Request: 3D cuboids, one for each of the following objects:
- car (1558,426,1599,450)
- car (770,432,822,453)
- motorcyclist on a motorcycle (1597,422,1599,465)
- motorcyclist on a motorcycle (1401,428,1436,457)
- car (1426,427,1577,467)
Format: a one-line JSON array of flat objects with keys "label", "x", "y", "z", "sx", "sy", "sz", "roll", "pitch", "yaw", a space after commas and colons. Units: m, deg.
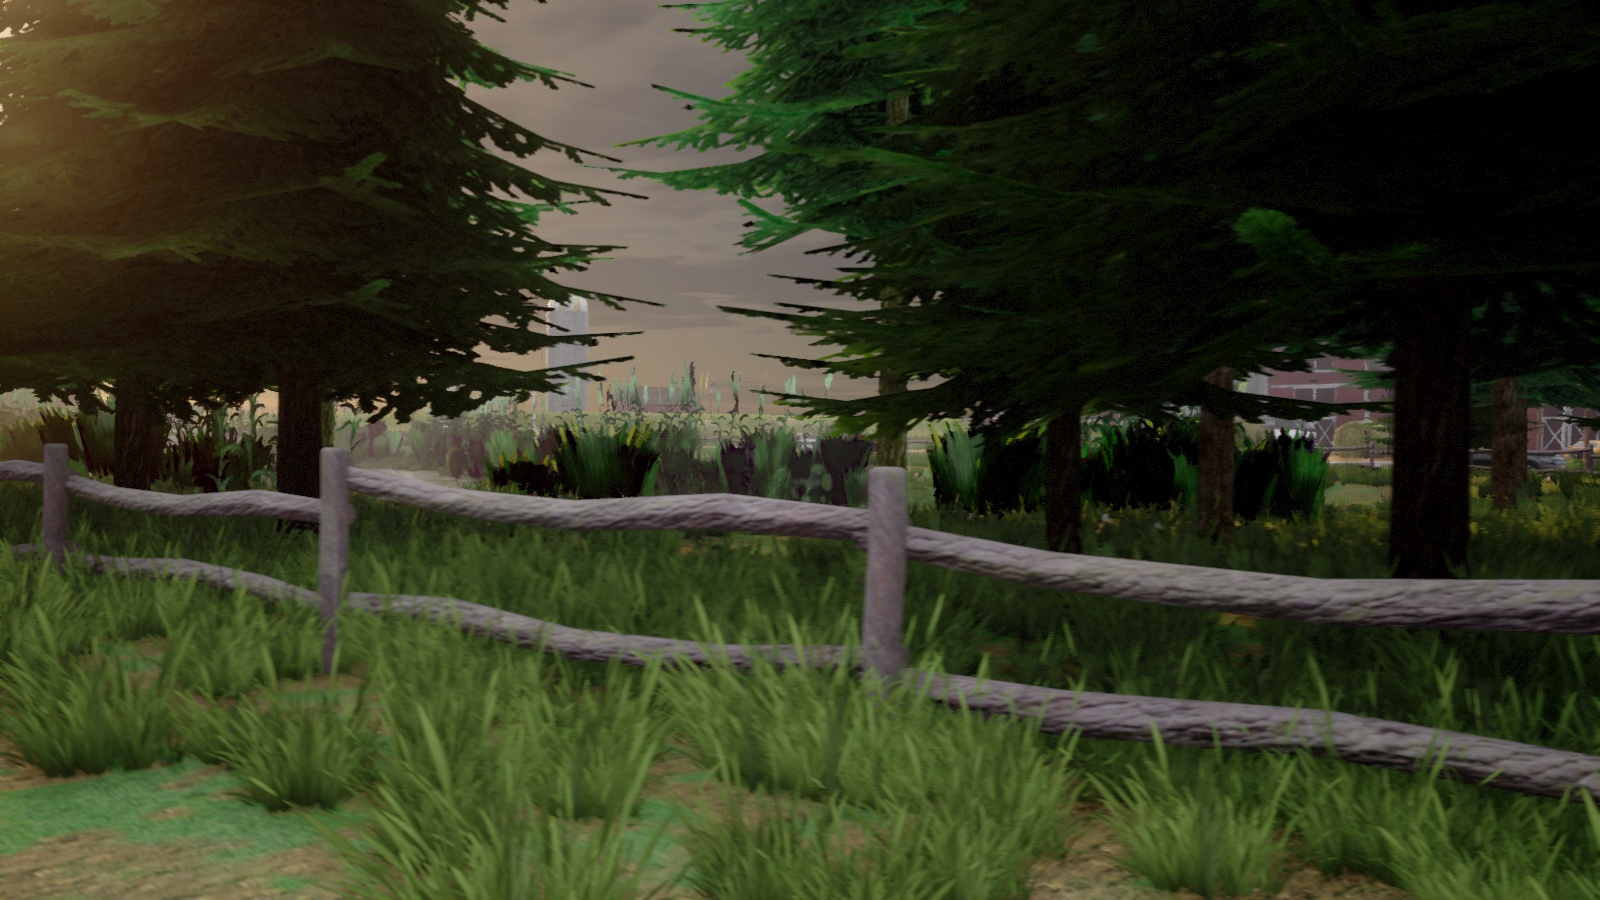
[{"label": "car", "x": 52.080, "y": -0.833, "z": 82.842, "sx": 5.008, "sy": 1.535, "sz": 1.882, "roll": -1, "pitch": 1, "yaw": -39}, {"label": "car", "x": -0.301, "y": -0.533, "z": 91.156, "sx": 1.970, "sy": 1.475, "sz": 3.806, "roll": -1, "pitch": 1, "yaw": -36}, {"label": "motorcyclist on a motorcycle", "x": 31.380, "y": -0.246, "z": 47.112, "sx": 0.766, "sy": 1.649, "sz": 2.350, "roll": -1, "pitch": 1, "yaw": -36}, {"label": "motorcyclist on a motorcycle", "x": 33.521, "y": -0.420, "z": 68.075, "sx": 2.191, "sy": 1.530, "sz": 0.866, "roll": -1, "pitch": 1, "yaw": -39}, {"label": "car", "x": 26.576, "y": -0.136, "z": 47.725, "sx": 1.812, "sy": 1.442, "sz": 4.674, "roll": -1, "pitch": 1, "yaw": -35}]
